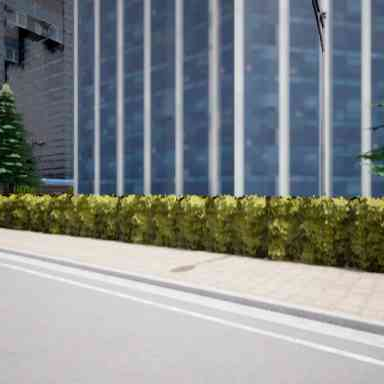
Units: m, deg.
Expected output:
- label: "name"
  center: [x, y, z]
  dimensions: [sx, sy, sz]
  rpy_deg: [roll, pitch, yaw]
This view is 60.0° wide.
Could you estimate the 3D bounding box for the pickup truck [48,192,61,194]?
- label: "pickup truck"
  center: [-29.255, 1.035, 71.572]
  dimensions: [6.274, 2.098, 2.390]
  rpy_deg: [0, 0, -24]
